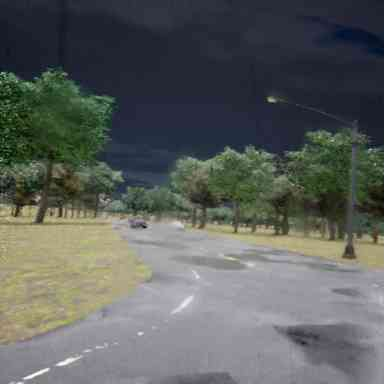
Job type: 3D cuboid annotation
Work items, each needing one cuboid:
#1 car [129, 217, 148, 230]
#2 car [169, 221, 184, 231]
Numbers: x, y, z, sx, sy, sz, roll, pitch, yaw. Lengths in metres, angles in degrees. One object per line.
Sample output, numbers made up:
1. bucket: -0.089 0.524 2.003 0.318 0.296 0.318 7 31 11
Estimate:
1. car: -7.102 4.292 44.482 2.033 1.411 5.357 6 -5 -15
2. car: -2.460 5.426 53.469 1.812 1.442 4.674 6 -5 -15
